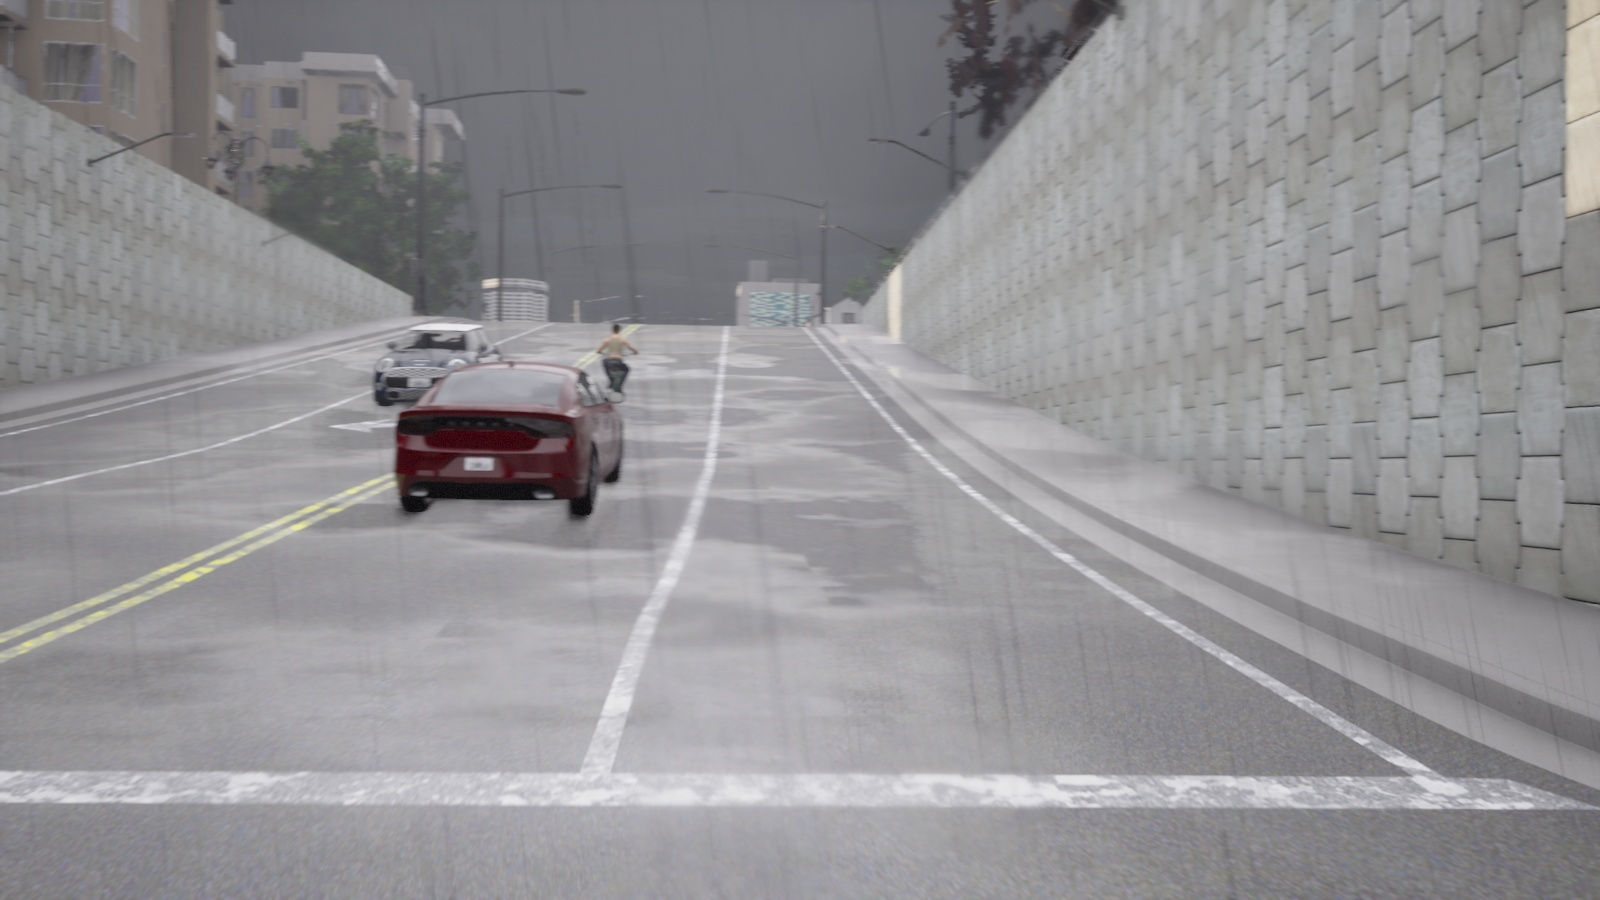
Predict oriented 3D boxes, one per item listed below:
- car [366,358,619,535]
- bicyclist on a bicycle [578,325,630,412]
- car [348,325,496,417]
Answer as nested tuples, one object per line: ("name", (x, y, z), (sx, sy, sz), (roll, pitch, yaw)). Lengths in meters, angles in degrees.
("car", (-3.192, -0.205, 14.127), (1.882, 1.535, 5.008), (0, 5, -3))
("bicyclist on a bicycle", (-3.885, -1.651, 24.986), (0.866, 1.612, 1.509), (0, 8, -4))
("car", (-7.390, -1.638, 24.949), (1.970, 1.475, 3.806), (0, 9, -4))
